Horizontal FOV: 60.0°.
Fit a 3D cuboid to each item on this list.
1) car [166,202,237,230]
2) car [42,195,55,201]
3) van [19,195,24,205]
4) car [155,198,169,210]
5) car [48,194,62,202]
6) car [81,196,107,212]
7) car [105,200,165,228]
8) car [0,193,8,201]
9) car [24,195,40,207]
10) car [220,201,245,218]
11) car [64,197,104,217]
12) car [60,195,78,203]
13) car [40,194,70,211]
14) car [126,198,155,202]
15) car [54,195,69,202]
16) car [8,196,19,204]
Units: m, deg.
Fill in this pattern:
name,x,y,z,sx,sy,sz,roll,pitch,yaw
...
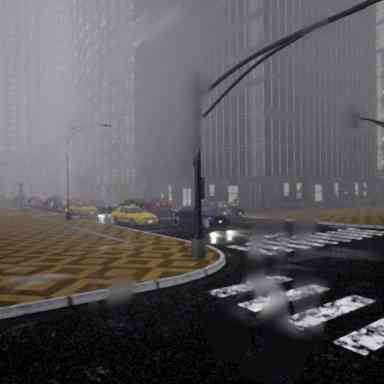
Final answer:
name,x,y,z,sx,sy,sz,roll,pitch,yaw
car,0.488,1.553,21.031,1.994,1.385,4.181,-1,1,-36
car,-33.416,1.326,77.413,1.752,1.417,4.829,-1,1,-36
van,-26.731,1.300,54.629,1.690,1.788,3.998,-1,1,-36
car,-4.058,1.322,36.716,1.967,1.590,4.097,-1,1,-36
car,-30.071,1.250,72.764,1.967,1.590,4.097,-1,1,-36
car,-9.939,1.509,35.524,2.033,1.411,5.357,-1,1,-36
car,-4.013,1.548,22.844,1.752,1.417,4.829,-1,1,-36
car,-46.204,1.447,81.693,1.887,1.381,4.507,-1,1,-36
car,-23.483,1.408,50.120,1.967,1.590,4.097,-1,1,-36
car,2.494,1.449,27.736,2.008,1.369,4.403,-1,1,-36
car,-10.448,1.530,31.908,1.752,1.417,4.829,-1,1,-36
car,-23.579,1.380,63.744,2.008,1.369,4.403,-1,1,-36
car,-16.992,1.426,41.099,1.967,1.590,4.097,-1,1,-36
car,-6.312,1.398,35.548,1.882,1.535,5.008,-1,1,-36
car,-26.824,1.402,68.255,1.802,1.307,4.206,-1,1,-36
car,-33.220,1.491,63.652,2.008,1.369,4.403,-1,1,-36
